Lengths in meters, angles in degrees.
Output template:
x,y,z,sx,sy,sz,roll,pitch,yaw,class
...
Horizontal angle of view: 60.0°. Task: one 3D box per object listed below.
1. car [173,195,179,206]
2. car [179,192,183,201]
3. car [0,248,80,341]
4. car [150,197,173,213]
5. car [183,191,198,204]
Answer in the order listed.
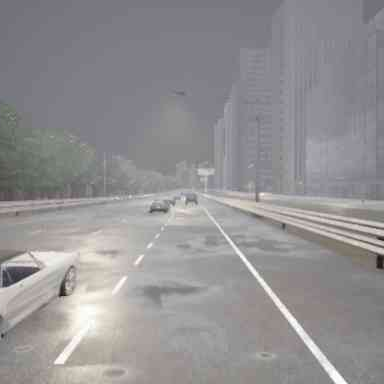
x,y,z,sx,sy,sz,roll,pitch,yaw,class
-3.645,1.550,55.253,1.812,1.442,4.674,0,0,0,car
-3.886,1.519,89.151,1.882,1.535,5.008,0,0,0,car
-3.499,1.600,5.594,1.895,1.301,4.718,0,0,0,car
-3.564,1.571,37.225,1.994,1.385,4.181,0,0,0,car
-0.085,1.251,63.122,2.150,2.045,5.566,0,0,0,car
